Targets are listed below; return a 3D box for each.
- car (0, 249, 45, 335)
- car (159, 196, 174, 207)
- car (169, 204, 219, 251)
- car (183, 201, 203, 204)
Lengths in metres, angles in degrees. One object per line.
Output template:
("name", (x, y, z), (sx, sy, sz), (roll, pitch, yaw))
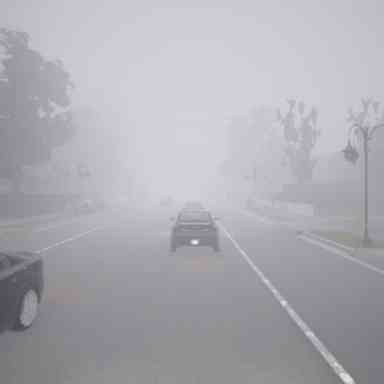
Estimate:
("car", (-3.599, 1.475, 4.008), (1.882, 1.535, 5.008), (0, 0, 0))
("car", (-3.563, 1.277, 46.688), (1.882, 1.535, 5.008), (0, 0, 0))
("car", (0.106, 1.488, 14.050), (1.837, 1.490, 4.892), (0, 0, 0))
("car", (0.110, 1.476, 30.383), (1.994, 1.385, 4.181), (0, 0, 0))
